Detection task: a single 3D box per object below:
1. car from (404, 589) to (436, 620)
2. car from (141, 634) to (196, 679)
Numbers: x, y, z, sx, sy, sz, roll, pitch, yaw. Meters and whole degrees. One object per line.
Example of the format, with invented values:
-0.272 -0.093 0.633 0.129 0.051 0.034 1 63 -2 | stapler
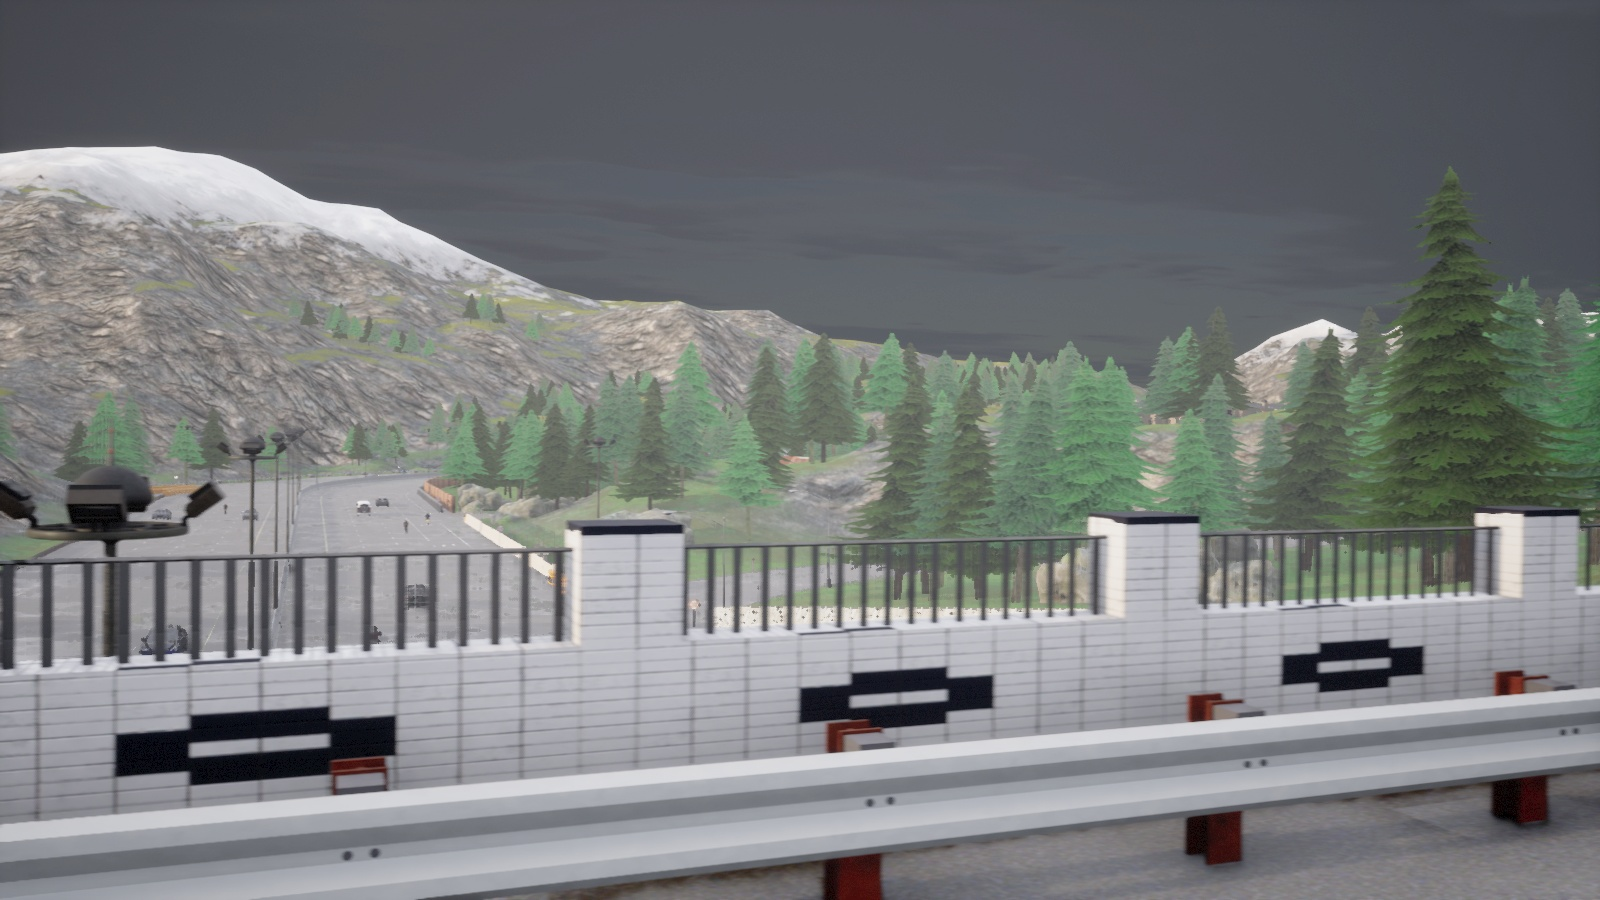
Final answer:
-26.222 10.644 86.538 1.789 1.549 3.705 -1 1 -21 | car
-33.687 10.972 67.114 2.163 1.488 4.792 -1 1 -21 | car
